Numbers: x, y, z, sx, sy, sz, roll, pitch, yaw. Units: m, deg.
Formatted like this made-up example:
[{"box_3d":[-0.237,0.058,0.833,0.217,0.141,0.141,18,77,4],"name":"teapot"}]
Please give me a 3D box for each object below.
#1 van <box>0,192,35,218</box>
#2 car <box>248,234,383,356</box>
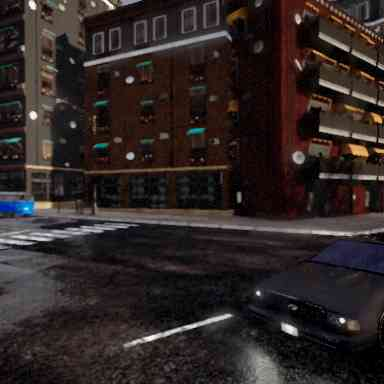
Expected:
[{"box_3d":[-13.288,0.904,24.109,3.998,1.788,1.690,1,0,26],"name":"van"},{"box_3d":[3.524,1.550,6.259,5.357,1.411,2.033,0,0,-36],"name":"car"}]
